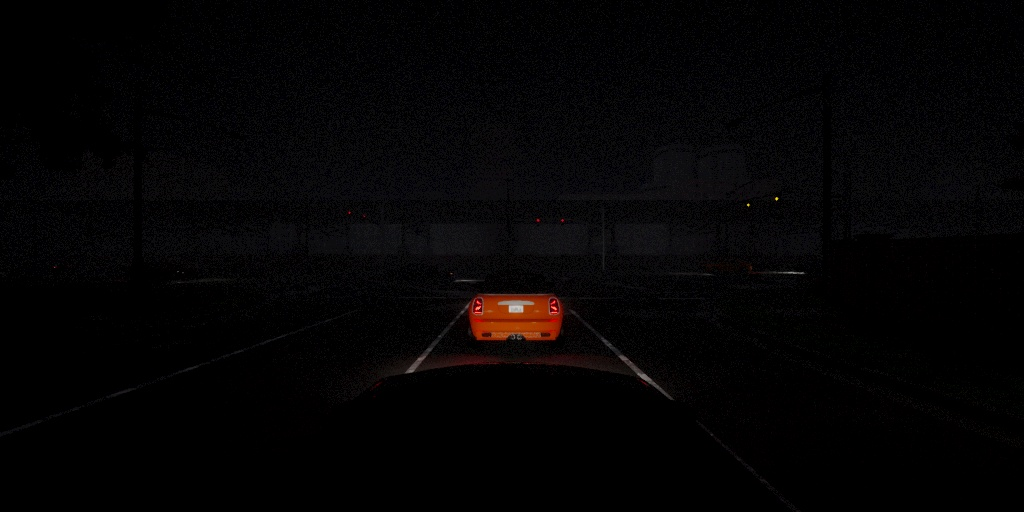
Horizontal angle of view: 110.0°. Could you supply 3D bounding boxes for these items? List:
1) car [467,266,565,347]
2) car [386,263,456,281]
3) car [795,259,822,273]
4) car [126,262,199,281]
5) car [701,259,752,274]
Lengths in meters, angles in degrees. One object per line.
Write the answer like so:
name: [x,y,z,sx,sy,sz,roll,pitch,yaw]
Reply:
car: [0.083,1.103,9.471,2.097,1.767,4.553,0,0,0]
car: [-7.330,1.294,29.069,5.357,1.411,2.033,0,0,1]
car: [33.137,1.065,38.746,4.181,1.385,1.994,-1,0,1]
car: [-28.796,1.227,29.630,5.008,1.535,1.882,0,0,2]
car: [23.227,1.098,39.000,5.008,1.535,1.882,-1,0,1]
